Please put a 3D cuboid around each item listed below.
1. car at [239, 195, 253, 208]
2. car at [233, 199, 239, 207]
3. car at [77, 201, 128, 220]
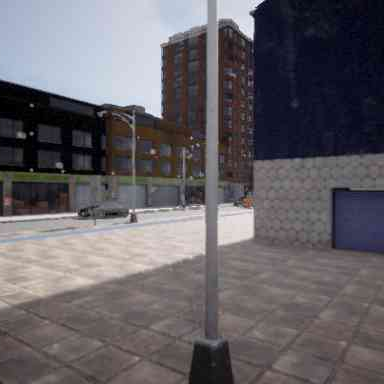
[{"bbox_3d":[8.575,1.222,44.498,2.097,1.767,4.553,0,0,36],"label":"car"},{"bbox_3d":[7.768,1.358,48.240,1.837,1.490,4.892,0,0,36],"label":"car"},{"bbox_3d":[-7.243,1.458,27.338,1.994,1.385,4.181,0,0,36],"label":"car"}]
